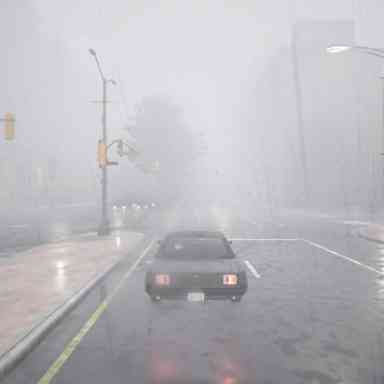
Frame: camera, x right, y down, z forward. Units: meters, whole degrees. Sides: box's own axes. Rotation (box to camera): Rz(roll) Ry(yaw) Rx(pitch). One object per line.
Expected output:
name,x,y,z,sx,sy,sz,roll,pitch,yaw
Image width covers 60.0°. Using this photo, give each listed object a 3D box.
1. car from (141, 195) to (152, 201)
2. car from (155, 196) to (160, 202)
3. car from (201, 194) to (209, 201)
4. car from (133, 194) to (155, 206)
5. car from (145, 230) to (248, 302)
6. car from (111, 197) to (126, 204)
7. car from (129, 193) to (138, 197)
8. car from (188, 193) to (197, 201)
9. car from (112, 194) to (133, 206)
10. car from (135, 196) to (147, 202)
car,-11.467,1.525,84.691,2.128,1.511,4.902,0,0,0
car,-8.003,1.564,65.794,1.994,1.385,4.181,0,0,1
car,3.534,1.519,86.892,2.128,1.511,4.902,0,0,0
car,-8.066,1.547,56.559,2.033,1.411,5.357,0,0,0
car,0.078,1.601,8.209,1.895,1.301,4.718,0,0,0
car,-14.723,1.595,66.869,1.895,1.301,4.718,0,0,0
car,-11.512,1.221,64.573,2.150,2.045,5.566,0,0,1
car,0.034,1.218,86.507,2.150,2.045,5.566,0,0,0
car,-11.566,1.526,55.161,1.812,1.442,4.674,0,0,0
car,-11.471,1.552,74.457,1.994,1.385,4.181,0,0,0
